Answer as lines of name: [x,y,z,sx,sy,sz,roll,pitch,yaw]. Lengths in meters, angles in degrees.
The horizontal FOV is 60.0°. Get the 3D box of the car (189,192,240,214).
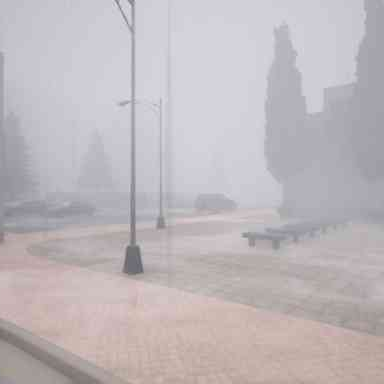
car: [2.514,1.204,35.242,2.150,2.045,5.566,0,0,38]

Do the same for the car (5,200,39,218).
car: [-14.909,1.477,30.167,1.837,1.490,4.892,0,0,38]

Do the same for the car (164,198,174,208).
car: [-1.930,1.464,46.974,2.128,1.511,4.902,0,0,38]

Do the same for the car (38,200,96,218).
car: [-10.781,1.502,29.754,1.812,1.442,4.674,0,0,37]

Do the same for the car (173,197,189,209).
car: [-0.022,1.540,43.722,1.994,1.385,4.181,0,0,38]
